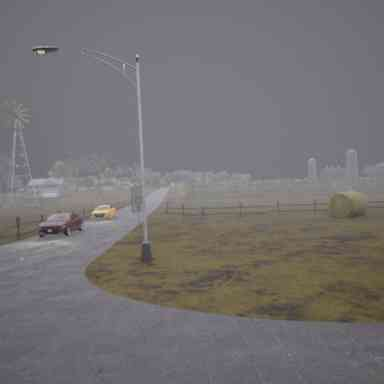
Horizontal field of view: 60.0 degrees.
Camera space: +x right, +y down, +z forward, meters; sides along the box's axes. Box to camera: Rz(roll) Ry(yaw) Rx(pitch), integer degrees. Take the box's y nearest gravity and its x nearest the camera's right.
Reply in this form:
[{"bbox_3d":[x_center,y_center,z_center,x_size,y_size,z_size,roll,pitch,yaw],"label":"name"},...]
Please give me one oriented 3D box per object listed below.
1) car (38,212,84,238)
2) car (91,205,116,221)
[{"bbox_3d":[-8.999,2.168,23.170,1.882,1.535,5.008,-3,0,-3],"label":"car"},{"bbox_3d":[-9.711,2.214,36.717,1.882,1.535,5.008,-3,0,-3],"label":"car"}]
